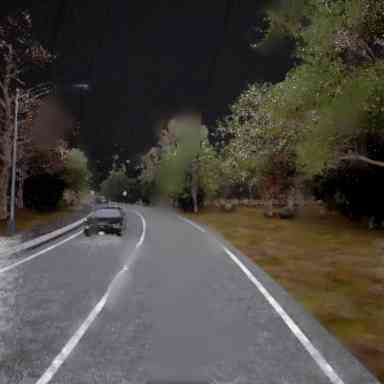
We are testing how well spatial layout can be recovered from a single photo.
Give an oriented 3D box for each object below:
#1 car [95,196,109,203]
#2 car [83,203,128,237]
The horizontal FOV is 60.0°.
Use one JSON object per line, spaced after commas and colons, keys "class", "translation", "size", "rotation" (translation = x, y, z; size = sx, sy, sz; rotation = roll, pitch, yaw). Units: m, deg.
{"class": "car", "translation": [-15.967, 1.397, 59.008], "size": [2.128, 1.511, 4.902], "rotation": [2, -1, -23]}
{"class": "car", "translation": [-4.569, 1.563, 18.358], "size": [2.033, 1.411, 5.357], "rotation": [1, 0, -7]}
